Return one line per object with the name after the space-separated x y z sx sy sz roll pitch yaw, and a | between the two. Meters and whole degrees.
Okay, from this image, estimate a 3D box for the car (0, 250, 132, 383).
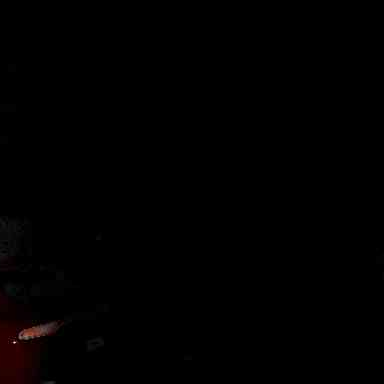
-2.903 1.573 5.028 4.507 1.381 1.887 0 0 35 | car
